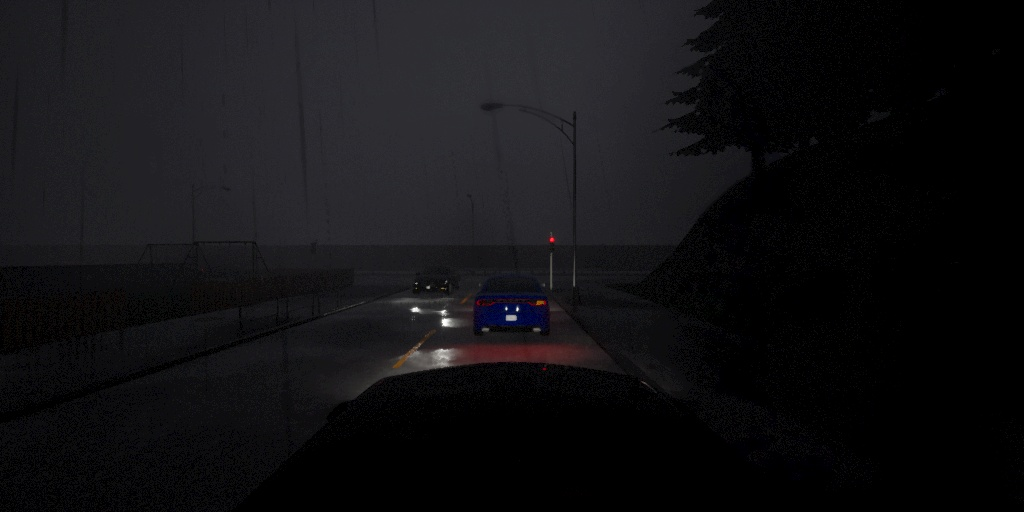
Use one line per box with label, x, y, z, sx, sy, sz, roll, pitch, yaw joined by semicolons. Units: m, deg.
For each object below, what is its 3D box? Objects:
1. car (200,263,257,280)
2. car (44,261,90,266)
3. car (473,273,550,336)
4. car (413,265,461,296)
car;-23.881;1.314;30.534;4.181;1.385;1.994;0;0;0
car;-37.292;1.228;30.489;5.008;1.535;1.882;0;0;0
car;-0.004;1.228;10.467;1.882;1.535;5.008;0;0;0
car;-3.982;1.255;19.629;1.837;1.490;4.892;1;0;1
